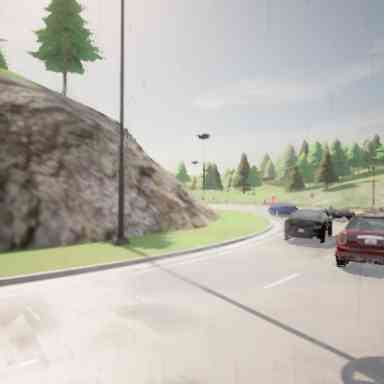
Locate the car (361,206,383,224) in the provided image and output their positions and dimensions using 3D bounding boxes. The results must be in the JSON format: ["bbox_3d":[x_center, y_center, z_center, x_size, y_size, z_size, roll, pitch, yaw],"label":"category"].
[{"bbox_3d":[16.660,1.935,28.914,1.895,1.301,4.718,0,-1,6],"label":"car"}]

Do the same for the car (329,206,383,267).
[{"bbox_3d":[6.449,1.482,11.315,2.097,1.767,4.553,0,-1,37],"label":"car"}]

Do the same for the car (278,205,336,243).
[{"bbox_3d":[6.208,1.663,17.522,1.882,1.535,5.008,0,0,28],"label":"car"}]

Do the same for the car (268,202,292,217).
[{"bbox_3d":[9.716,1.843,36.032,1.882,1.535,5.008,1,-1,-3],"label":"car"}]
